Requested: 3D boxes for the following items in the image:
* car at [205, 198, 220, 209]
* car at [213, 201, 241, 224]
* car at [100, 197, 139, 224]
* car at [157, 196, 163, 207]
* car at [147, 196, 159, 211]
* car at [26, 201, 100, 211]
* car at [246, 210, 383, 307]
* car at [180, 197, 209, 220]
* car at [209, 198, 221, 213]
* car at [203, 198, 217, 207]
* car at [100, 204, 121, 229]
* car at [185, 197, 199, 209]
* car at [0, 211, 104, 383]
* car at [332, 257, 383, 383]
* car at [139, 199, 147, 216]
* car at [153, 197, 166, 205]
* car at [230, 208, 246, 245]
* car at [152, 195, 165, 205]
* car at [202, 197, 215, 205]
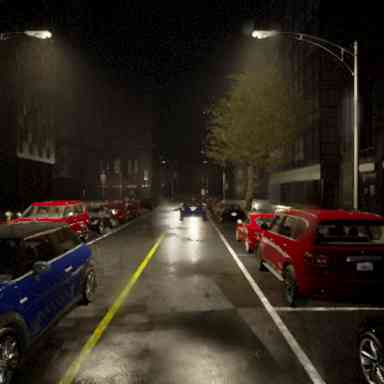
[{"bbox_3d":[2.866,1.610,47.362,1.802,1.307,4.206,0,0,0],"label":"car"},{"bbox_3d":[2.862,1.572,24.804,1.947,1.339,4.313,0,0,0],"label":"car"},{"bbox_3d":[-5.664,1.322,24.812,2.192,1.841,5.009,0,0,0],"label":"car"},{"bbox_3d":[-5.659,1.594,47.367,1.947,1.339,4.313,0,0,0],"label":"car"},{"bbox_3d":[-5.661,1.586,41.730,1.947,1.339,4.313,0,0,0],"label":"car"},{"bbox_3d":[-5.666,1.318,13.535,2.192,1.841,5.009,0,0,0],"label":"car"},{"bbox_3d":[2.858,1.317,7.886,2.192,1.841,5.009,0,0,0],"label":"car"},{"bbox_3d":[0.097,1.360,28.153,2.097,1.767,4.553,0,0,0],"label":"car"},{"bbox_3d":[2.862,1.535,30.615,1.752,1.417,4.829,0,0,0],"label":"car"},{"bbox_3d":[2.867,1.602,53.001,1.947,1.339,4.313,0,0,0],"label":"car"},{"bbox_3d":[-5.665,1.571,19.175,1.947,1.339,4.313,0,0,0],"label":"car"},{"bbox_3d":[0.052,1.504,46.094,1.882,1.535,5.008,0,0,1],"label":"car"},{"bbox_3d":[-3.062,1.352,5.037,2.097,1.767,4.553,0,0,0],"label":"car"},{"bbox_3d":[2.857,1.566,2.245,1.947,1.339,4.313,0,0,0],"label":"car"},{"bbox_3d":[-5.662,1.554,30.452,1.887,1.381,4.507,0,0,0],"label":"car"},{"bbox_3d":[-5.657,1.630,58.645,1.802,1.307,4.206,0,0,0],"label":"car"},{"bbox_3d":[2.859,1.548,13.525,1.887,1.381,4.507,0,0,0],"label":"car"},{"bbox_3d":[-5.659,1.352,53.006,2.192,1.841,5.009,0,0,0],"label":"car"},{"bbox_3d":[2.868,1.614,58.642,1.947,1.339,4.313,0,0,0],"label":"car"}]
